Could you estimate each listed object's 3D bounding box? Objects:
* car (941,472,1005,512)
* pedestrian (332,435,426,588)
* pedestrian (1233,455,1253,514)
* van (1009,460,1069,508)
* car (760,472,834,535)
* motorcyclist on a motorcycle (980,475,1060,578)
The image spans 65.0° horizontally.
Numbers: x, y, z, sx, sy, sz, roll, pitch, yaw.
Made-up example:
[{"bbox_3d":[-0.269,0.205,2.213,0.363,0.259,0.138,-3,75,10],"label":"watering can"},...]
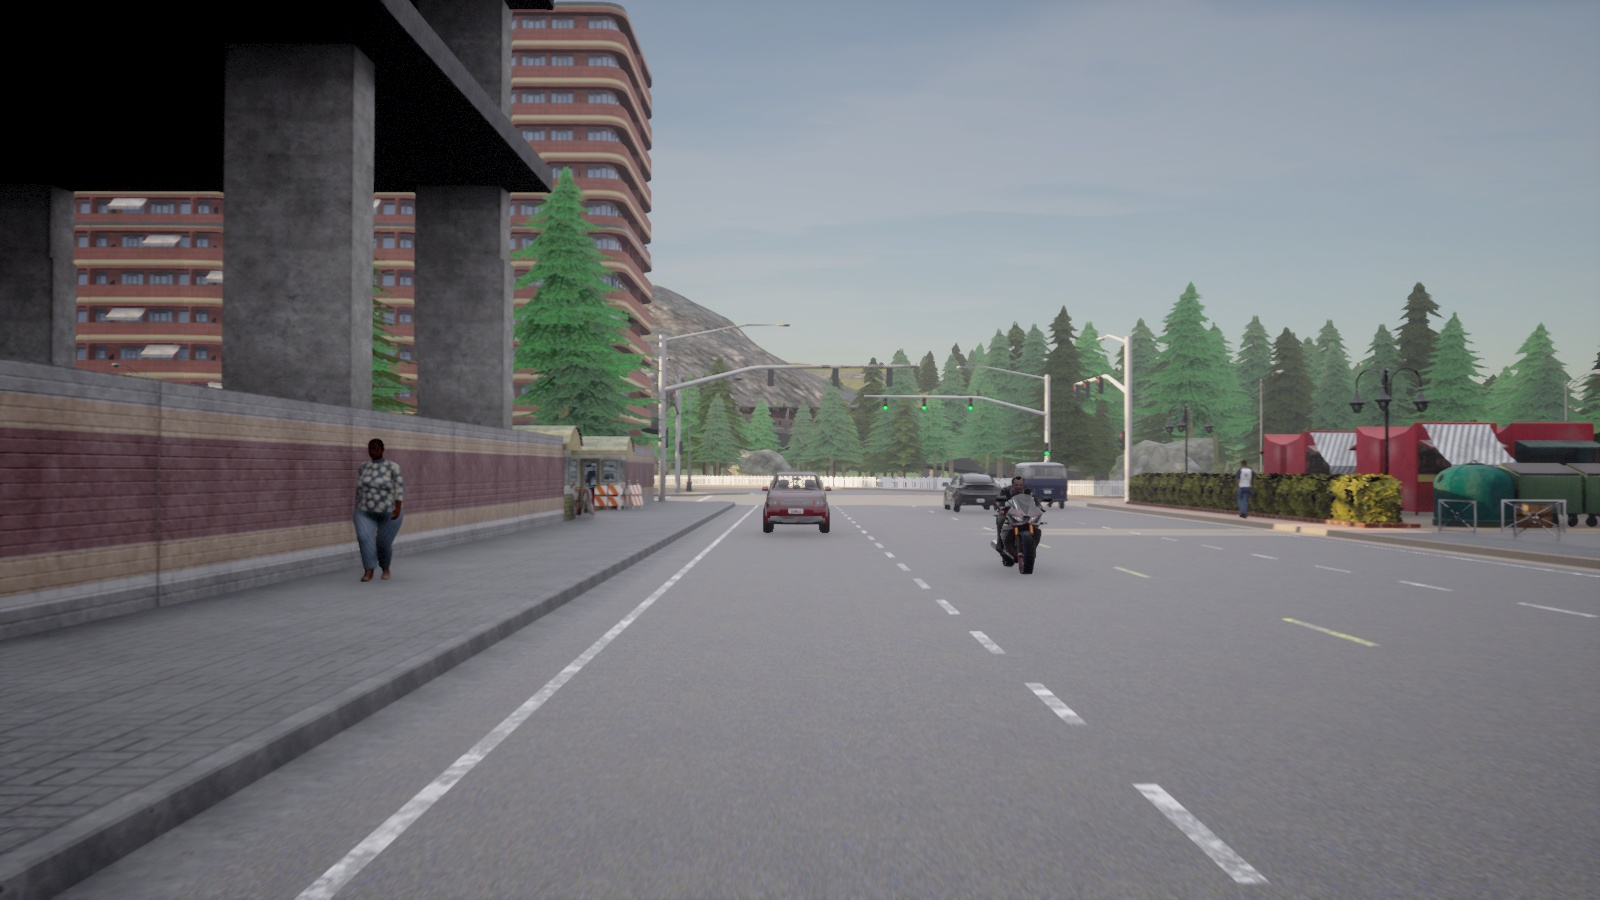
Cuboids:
[{"bbox_3d":[6.876,1.637,50.352,1.837,1.490,4.892,0,0,0],"label":"car"},{"bbox_3d":[-5.258,0.751,15.729,0.874,1.855,0.900,0,-1,0],"label":"pedestrian"},{"bbox_3d":[13.749,1.066,38.972,0.354,1.836,0.706,0,-1,0],"label":"pedestrian"},{"bbox_3d":[10.364,1.443,54.713,1.775,1.987,4.442,0,-1,0],"label":"van"},{"bbox_3d":[-0.081,1.339,32.599,1.789,1.549,3.705,0,-1,0],"label":"car"},{"bbox_3d":[3.451,1.169,19.904,0.866,1.530,2.191,0,-1,0],"label":"motorcyclist on a motorcycle"}]
